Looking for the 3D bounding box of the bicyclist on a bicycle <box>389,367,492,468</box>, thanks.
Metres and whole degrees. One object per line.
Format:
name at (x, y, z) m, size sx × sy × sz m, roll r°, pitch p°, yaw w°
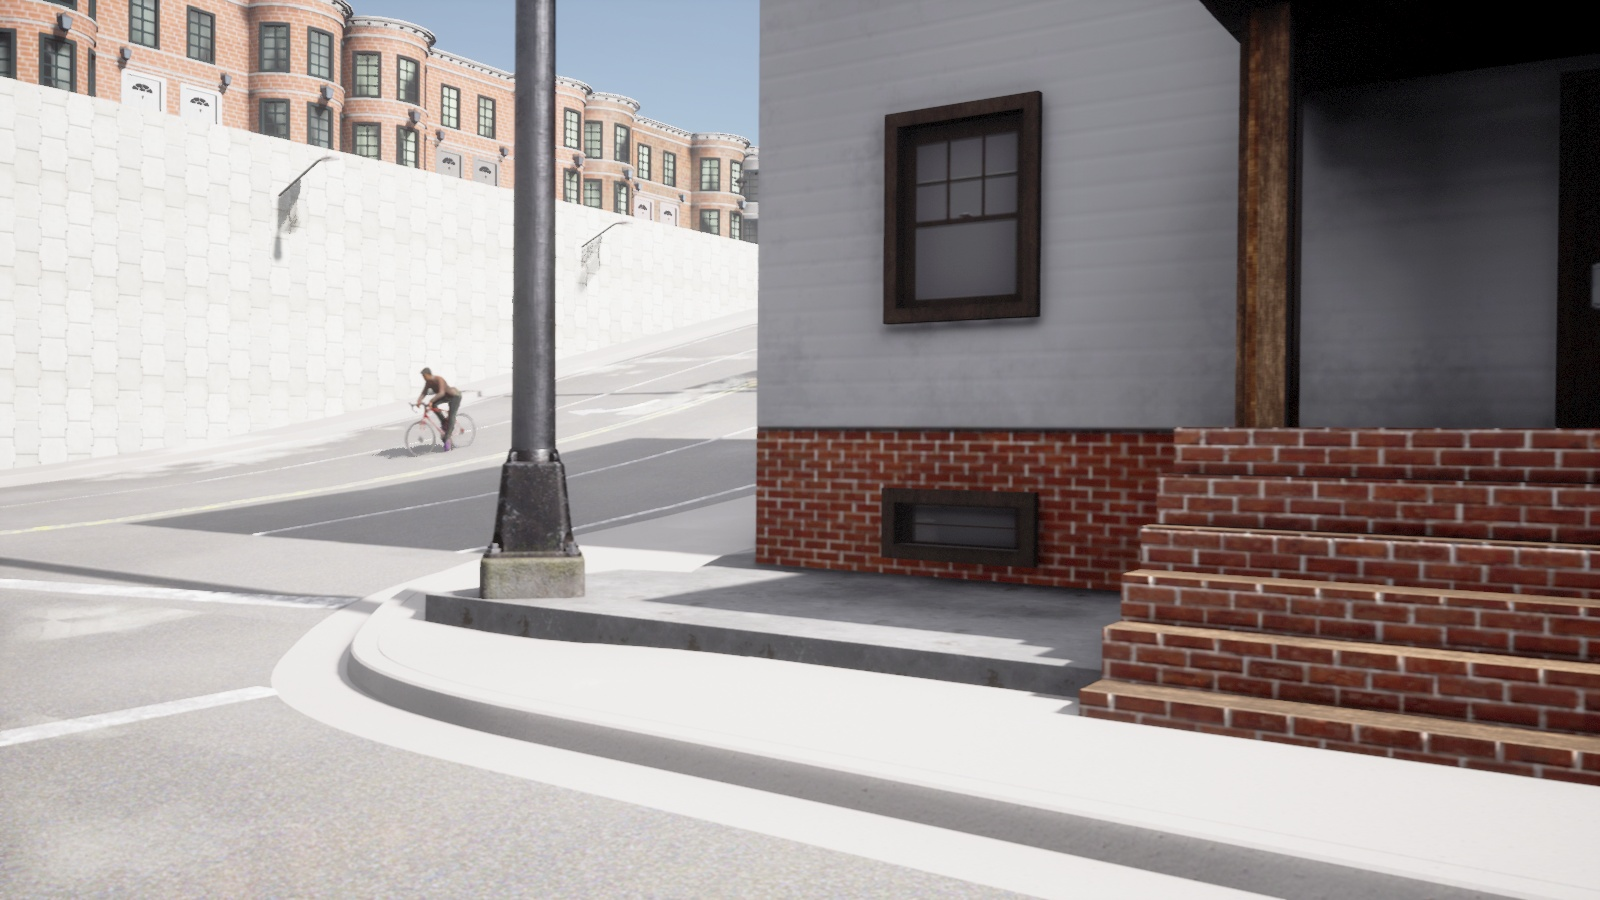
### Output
bicyclist on a bicycle at (-6.669, -0.617, 23.366) m, size 0.582 × 1.620 × 1.656 m, roll 0°, pitch 10°, yaw 34°
